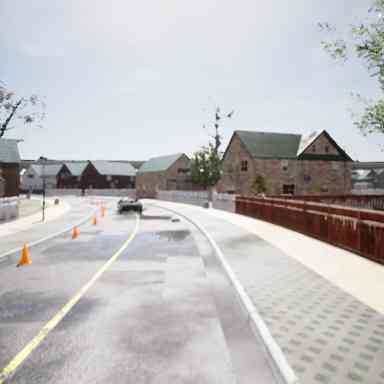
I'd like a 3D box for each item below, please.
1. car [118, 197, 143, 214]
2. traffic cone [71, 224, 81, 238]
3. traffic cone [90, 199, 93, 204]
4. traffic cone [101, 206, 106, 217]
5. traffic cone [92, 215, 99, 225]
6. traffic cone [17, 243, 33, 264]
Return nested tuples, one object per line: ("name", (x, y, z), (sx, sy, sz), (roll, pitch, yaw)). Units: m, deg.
("car", (-5.269, 1.111, 28.210), (1.895, 1.301, 4.718), (0, 1, -15))
("traffic cone", (-5.131, 1.709, 14.663), (0.340, 0.580, 0.340), (0, 1, -4))
("traffic cone", (-12.811, 1.208, 42.474), (0.340, 0.580, 0.340), (0, 1, -27))
("traffic cone", (-6.479, 1.537, 24.240), (0.340, 0.580, 0.340), (0, 1, -12))
("traffic cone", (-5.650, 1.623, 19.473), (0.340, 0.580, 0.340), (0, 1, -8))
("traffic cone", (-4.905, 1.795, 9.775), (0.340, 0.580, 0.340), (0, 1, -2))
